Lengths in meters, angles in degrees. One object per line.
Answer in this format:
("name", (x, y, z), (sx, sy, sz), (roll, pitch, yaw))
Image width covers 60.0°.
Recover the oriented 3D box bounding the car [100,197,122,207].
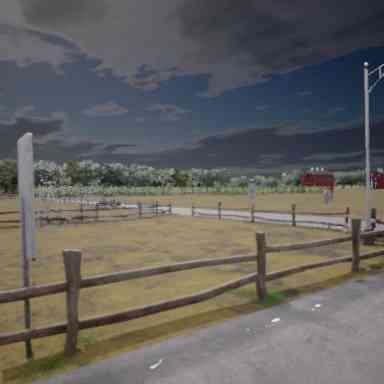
("car", (-13.241, 1.546, 53.832), (2.033, 1.411, 5.357), (-2, 1, -35))
